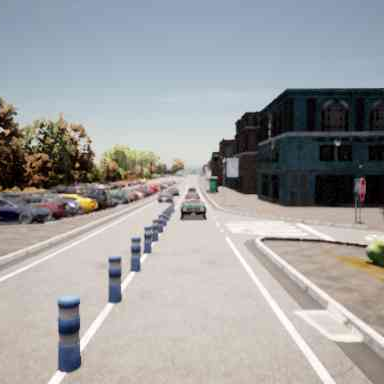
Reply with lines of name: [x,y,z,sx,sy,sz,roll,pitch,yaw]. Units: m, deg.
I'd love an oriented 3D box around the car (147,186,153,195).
car: [-9.710,0.195,56.886,5.008,1.535,2.097,0,2,0]

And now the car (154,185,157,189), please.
car: [-9.636,-0.027,62.458,4.792,1.488,2.163,0,3,1]

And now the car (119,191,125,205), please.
car: [-9.888,0.893,34.595,4.792,1.488,2.163,0,1,1]

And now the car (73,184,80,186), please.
car: [-22.825,-0.057,56.823,5.566,2.045,2.435,0,2,1]

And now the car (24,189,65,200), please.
car: [-22.662,0.409,51.258,5.366,1.575,1.946,0,2,1]

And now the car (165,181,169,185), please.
car: [-9.434,-1.333,87.475,5.008,1.535,2.097,0,3,1]

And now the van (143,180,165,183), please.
van: [-9.606,-1.272,81.905,4.442,1.987,1.878,0,3,1]

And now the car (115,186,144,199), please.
car: [-9.822,0.385,48.531,4.553,1.767,2.185,0,2,1]

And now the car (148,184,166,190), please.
car: [-9.416,-1.436,90.257,4.674,1.452,2.002,0,3,1]

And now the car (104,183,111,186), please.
car: [-22.597,-0.869,79.223,4.674,1.452,2.002,0,3,1]

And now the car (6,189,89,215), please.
car: [-10.049,0.840,23.454,4.553,1.767,2.185,0,0,1]

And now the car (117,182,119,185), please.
car: [-22.547,-1.309,87.564,4.792,1.488,2.163,0,3,1]

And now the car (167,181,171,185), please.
car: [-9.203,-1.623,93.032,5.366,1.575,1.946,0,3,1]

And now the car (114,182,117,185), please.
car: [-22.550,-1.194,84.784,4.892,1.521,2.231,0,3,1]

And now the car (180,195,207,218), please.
car: [0.096,1.199,25.570,1.895,1.301,4.718,0,1,0]

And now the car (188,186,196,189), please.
car: [0.029,-0.763,77.861,1.895,1.301,4.718,0,3,0]

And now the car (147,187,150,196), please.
car: [-9.744,0.349,54.101,4.674,1.452,2.002,0,2,1]

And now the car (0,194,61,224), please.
car: [-10.038,1.003,17.884,4.792,1.488,2.163,0,0,1]

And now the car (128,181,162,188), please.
car: [-9.643,-0.586,68.005,5.566,2.045,2.435,0,3,1]

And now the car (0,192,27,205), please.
car: [-22.942,0.744,40.112,5.008,1.535,2.097,0,1,1]

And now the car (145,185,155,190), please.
car: [-9.685,0.073,59.672,5.008,1.535,2.097,0,3,1]

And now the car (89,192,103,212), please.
car: [-9.987,0.954,26.233,5.008,1.535,2.097,0,1,1]

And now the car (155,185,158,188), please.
car: [-9.638,-0.154,65.241,4.674,1.452,2.002,0,3,1]

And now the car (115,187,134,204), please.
car: [-9.835,0.622,40.172,4.553,1.767,2.185,0,1,1]

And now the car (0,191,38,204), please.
car: [-22.915,0.671,43.029,4.892,1.521,2.231,0,1,1]

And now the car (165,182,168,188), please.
car: [-9.470,-1.189,84.695,5.008,1.535,2.097,0,3,1]

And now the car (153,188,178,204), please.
car: [-3.348,0.639,42.694,2.128,1.511,4.902,0,2,0]

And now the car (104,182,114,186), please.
car: [-22.574,-1.052,82.002,5.008,1.535,2.097,0,3,1]

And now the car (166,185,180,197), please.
car: [-3.284,-0.034,60.605,1.882,1.535,5.008,0,3,1]

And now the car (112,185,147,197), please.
car: [-9.797,0.288,51.309,4.553,1.767,2.185,0,2,1]

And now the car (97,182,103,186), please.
car: [-22.641,-0.734,70.864,5.566,2.045,2.435,0,3,1]

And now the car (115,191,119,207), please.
car: [-9.936,0.904,31.816,4.892,1.521,2.231,0,1,1]

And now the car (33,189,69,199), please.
car: [-22.827,0.307,54.047,5.008,1.535,2.097,0,2,1]

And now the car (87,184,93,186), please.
car: [-22.716,-0.193,65.191,5.008,1.535,2.097,0,3,1]

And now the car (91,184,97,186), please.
car: [-22.880,-0.344,68.097,5.366,1.575,1.946,0,3,1]

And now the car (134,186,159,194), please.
car: [-9.585,-0.478,70.797,5.008,1.535,2.097,0,3,1]

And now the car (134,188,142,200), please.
car: [-9.845,0.627,45.750,4.792,1.488,2.163,0,2,1]

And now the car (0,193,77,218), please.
car: [-10.072,0.999,20.669,4.792,1.488,2.163,0,0,1]

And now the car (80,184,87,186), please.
car: [-22.777,-0.181,62.404,4.553,1.767,2.185,0,3,1]

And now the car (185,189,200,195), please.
car: [0.088,0.696,43.184,1.994,1.385,4.181,0,2,0]

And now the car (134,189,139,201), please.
car: [-9.812,0.706,42.963,4.792,1.488,2.163,0,2,1]

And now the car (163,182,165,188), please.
car: [-9.521,-0.902,79.136,4.892,1.521,2.231,0,3,1]

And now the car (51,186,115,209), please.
car: [-9.996,0.682,29.025,5.566,2.045,2.435,0,1,1]

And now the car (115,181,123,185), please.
car: [-22.465,-1.733,90.333,5.566,2.045,2.435,0,3,1]
